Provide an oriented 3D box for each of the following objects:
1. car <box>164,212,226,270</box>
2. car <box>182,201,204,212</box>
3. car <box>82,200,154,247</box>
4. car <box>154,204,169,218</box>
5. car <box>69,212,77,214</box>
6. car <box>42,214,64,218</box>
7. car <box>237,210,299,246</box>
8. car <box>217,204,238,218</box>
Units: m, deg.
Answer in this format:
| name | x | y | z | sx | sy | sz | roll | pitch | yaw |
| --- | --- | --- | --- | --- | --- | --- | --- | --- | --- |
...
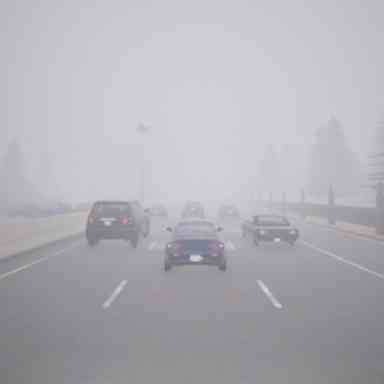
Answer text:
| name | x | y | z | sx | sy | sz | roll | pitch | yaw |
| --- | --- | --- | --- | --- | --- | --- | --- | --- | --- |
| car | 0.090 | 1.633 | 11.263 | 1.812 | 1.442 | 4.674 | 0 | -1 | 0 |
| car | 0.109 | 1.665 | 33.058 | 2.097 | 1.767 | 4.553 | 0 | -1 | 0 |
| car | -3.396 | 1.376 | 16.106 | 2.150 | 2.045 | 5.566 | 0 | 0 | 0 |
| car | -3.391 | 1.883 | 33.714 | 1.994 | 1.385 | 4.181 | 0 | -1 | 0 |
| car | -10.583 | 1.797 | 33.712 | 1.882 | 1.535 | 5.008 | 0 | -1 | 0 |
| car | -14.081 | 1.808 | 34.759 | 1.882 | 1.535 | 5.008 | 0 | -1 | 0 |
| car | 3.605 | 1.755 | 16.258 | 1.895 | 1.301 | 4.718 | 0 | -1 | 0 |
| car | 3.609 | 1.883 | 33.752 | 1.994 | 1.385 | 4.181 | 0 | -1 | 0 |
